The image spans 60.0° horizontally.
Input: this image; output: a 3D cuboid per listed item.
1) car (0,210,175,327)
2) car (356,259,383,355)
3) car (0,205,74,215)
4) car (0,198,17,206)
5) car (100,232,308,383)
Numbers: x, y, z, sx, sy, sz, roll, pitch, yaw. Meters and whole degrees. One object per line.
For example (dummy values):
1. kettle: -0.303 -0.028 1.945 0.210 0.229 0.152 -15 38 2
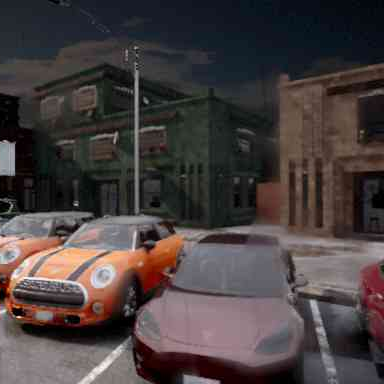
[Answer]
1. car: -1.677 1.363 7.336 2.185 1.767 4.553 1 -1 16
2. car: 3.194 1.526 3.813 2.002 1.452 4.674 1 -1 16
3. car: -4.117 1.366 9.085 2.185 1.767 4.553 1 -1 16
4. car: -8.996 1.247 12.533 2.435 2.045 5.566 1 -1 16
5. car: 0.743 1.516 5.529 2.163 1.488 4.792 1 -1 16
